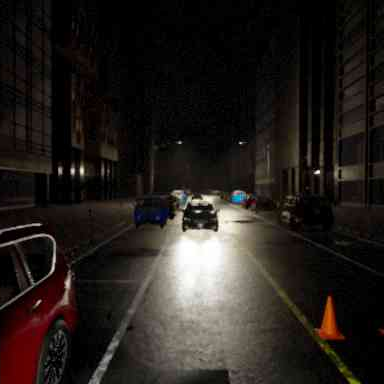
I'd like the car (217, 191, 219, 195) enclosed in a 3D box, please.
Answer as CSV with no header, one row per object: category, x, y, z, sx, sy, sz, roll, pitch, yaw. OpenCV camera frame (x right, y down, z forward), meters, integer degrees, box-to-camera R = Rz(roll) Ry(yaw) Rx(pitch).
car,6.750,0.623,69.597,1.752,1.417,4.829,0,1,1

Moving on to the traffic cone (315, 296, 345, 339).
traffic cone,2.119,1.894,5.121,0.340,0.580,0.340,0,1,1

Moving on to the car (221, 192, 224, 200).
car,6.646,0.814,58.211,1.947,1.339,4.313,0,1,1

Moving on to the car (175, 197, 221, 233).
car,0.419,1.249,17.899,2.128,1.511,4.902,0,1,1

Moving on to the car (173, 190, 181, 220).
car,-2.186,0.971,24.624,2.192,1.841,5.009,0,1,1

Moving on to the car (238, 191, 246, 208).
car,6.441,0.986,35.775,1.967,1.590,4.097,0,1,1

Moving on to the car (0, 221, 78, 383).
car,-2.392,1.273,2.189,2.192,1.841,5.009,0,1,1

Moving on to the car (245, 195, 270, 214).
car,6.389,1.165,30.168,1.887,1.381,4.507,0,1,1

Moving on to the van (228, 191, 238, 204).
van,6.544,0.738,46.990,1.690,1.788,3.998,0,1,1

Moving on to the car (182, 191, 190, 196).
car,-1.570,0.349,91.932,1.947,1.339,4.313,0,1,1

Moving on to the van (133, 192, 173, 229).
van,-2.238,1.072,19.016,1.690,1.788,3.998,0,1,1

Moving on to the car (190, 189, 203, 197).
car,0.925,0.513,62.697,2.097,1.767,4.553,0,1,1

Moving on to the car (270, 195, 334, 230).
car,6.287,1.086,18.948,2.192,1.841,5.009,0,1,1

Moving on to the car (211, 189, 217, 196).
car,6.955,0.373,91.860,2.008,1.369,4.403,0,1,1

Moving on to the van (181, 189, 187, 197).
van,-1.981,0.698,47.060,1.690,1.788,3.998,0,1,1

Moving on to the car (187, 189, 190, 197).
car,-1.878,0.648,58.279,1.967,1.590,4.097,0,1,1

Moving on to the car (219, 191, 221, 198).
car,6.699,0.696,63.988,1.752,1.417,4.829,0,1,1

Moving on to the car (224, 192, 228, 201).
car,6.595,0.867,52.602,1.887,1.381,4.507,0,1,1

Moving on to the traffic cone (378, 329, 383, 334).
traffic cone,3.119,1.898,5.112,0.340,0.580,0.340,0,1,1

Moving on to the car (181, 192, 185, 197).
car,-2.085,1.057,35.845,2.008,1.369,4.403,0,1,1

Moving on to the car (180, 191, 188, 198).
car,-1.726,0.517,74.936,1.752,1.417,4.829,0,1,1

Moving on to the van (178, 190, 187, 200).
van,-1.826,0.475,63.886,1.690,1.788,3.998,0,1,1
